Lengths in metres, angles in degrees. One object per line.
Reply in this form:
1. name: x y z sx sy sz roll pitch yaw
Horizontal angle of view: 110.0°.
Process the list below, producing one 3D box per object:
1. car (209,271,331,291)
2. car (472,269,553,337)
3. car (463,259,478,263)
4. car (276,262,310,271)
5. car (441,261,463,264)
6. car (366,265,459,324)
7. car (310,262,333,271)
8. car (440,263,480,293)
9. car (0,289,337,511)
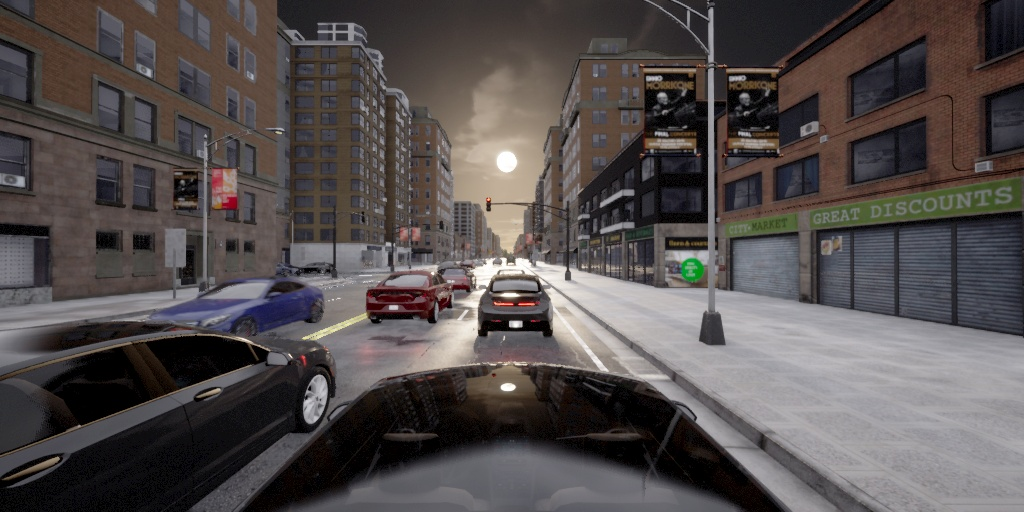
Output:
1. car: -6.622 1.276 9.235 1.812 1.442 4.674 0 0 0
2. car: 0.077 1.256 10.329 1.837 1.490 4.892 0 0 0
3. car: -6.740 1.249 54.398 1.882 1.535 5.008 0 0 0
4. car: -22.726 1.316 35.224 4.181 1.385 1.994 0 0 0
5. car: -6.700 1.264 37.932 1.837 1.490 4.892 0 0 0
6. car: -3.179 1.229 12.083 1.882 1.535 5.008 0 0 0
7. car: -22.256 1.348 40.704 4.313 1.339 1.948 0 0 0
8. car: -3.199 1.317 20.977 1.994 1.385 4.181 0 0 -1
9. car: -3.152 1.255 2.648 1.837 1.490 4.892 0 0 0
